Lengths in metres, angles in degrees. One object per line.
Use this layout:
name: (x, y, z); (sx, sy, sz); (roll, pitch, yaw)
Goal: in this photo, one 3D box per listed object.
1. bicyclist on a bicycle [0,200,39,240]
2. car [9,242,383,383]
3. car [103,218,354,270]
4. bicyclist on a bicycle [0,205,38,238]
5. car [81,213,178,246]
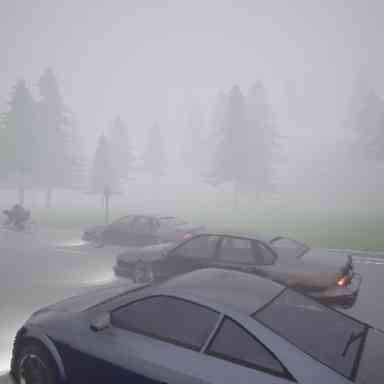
bicyclist on a bicycle: (-8.344, 1.351, 16.071); (1.656, 1.620, 0.582); (-6, -25, -12)
car: (-0.014, 1.564, 3.519); (4.181, 1.385, 1.994); (0, 0, 33)
car: (0.772, 1.547, 7.466); (5.357, 1.411, 2.033); (0, 0, 30)
bicyclist on a bicycle: (-7.967, 1.399, 14.984); (1.656, 1.620, 0.582); (-12, 40, -16)
car: (-1.911, 1.547, 13.112); (5.357, 1.411, 2.033); (0, 0, 32)
